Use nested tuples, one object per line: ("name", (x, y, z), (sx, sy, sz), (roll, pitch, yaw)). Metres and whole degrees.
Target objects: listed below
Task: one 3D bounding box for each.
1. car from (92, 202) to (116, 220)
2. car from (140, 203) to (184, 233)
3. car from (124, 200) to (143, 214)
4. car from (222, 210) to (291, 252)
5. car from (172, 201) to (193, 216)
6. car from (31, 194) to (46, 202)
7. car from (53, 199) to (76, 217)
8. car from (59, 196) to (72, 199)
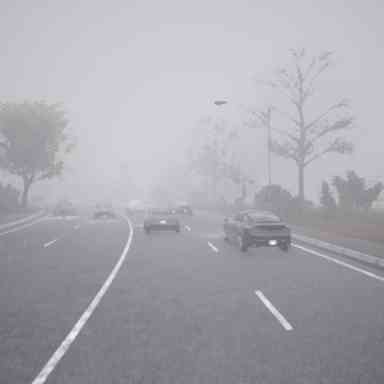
("car", (-7.812, 1.614, 29.567), (2.033, 1.411, 5.357), (0, 0, -15))
("car", (-1.895, 1.602, 19.966), (1.994, 1.385, 4.181), (0, 0, -10))
("car", (-6.266, 1.603, 37.014), (1.812, 1.442, 4.674), (0, 0, -18))
("car", (2.538, 1.520, 14.013), (1.837, 1.490, 4.892), (0, 0, -7))
("car", (-1.239, 1.585, 32.598), (1.812, 1.442, 4.674), (0, 0, -16))
("car", (-31.880, 1.201, 69.217), (2.097, 1.767, 4.553), (0, 0, -37))
("car", (-12.372, 1.643, 32.513), (1.994, 1.385, 4.181), (0, 0, -18))
("car", (-25.345, 1.630, 66.419), (1.837, 1.490, 4.892), (0, 0, -35))
